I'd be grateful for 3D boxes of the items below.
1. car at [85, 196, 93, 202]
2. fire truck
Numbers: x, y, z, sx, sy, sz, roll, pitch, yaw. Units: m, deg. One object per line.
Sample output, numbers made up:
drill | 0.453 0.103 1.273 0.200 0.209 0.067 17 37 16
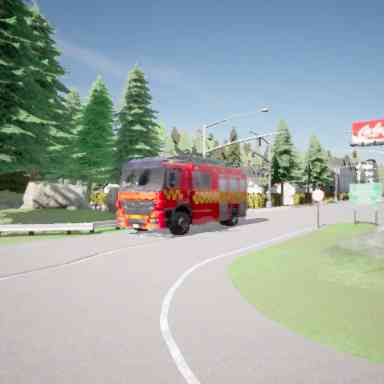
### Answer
car | -22.288 1.477 68.978 1.837 1.490 4.892 0 0 28
fire truck | -0.055 0.076 18.331 2.891 3.827 8.468 0 0 36
